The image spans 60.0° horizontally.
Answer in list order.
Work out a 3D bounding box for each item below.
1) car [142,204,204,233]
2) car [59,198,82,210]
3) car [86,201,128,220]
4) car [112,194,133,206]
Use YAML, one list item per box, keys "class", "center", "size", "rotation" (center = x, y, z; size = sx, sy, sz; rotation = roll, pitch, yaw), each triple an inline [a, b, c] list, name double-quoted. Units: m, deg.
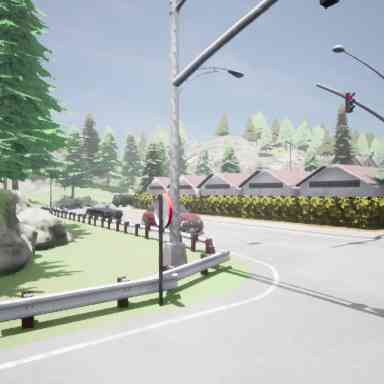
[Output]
- class: "car"
  center: [-1.265, 1.544, 20.349]
  size: [2.097, 1.767, 4.553]
  rotation: [0, 0, -35]
- class: "car"
  center: [-16.851, 1.685, 46.332]
  size: [1.837, 1.490, 4.892]
  rotation: [-1, 0, 1]
- class: "car"
  center: [-7.807, 1.792, 29.638]
  size: [1.895, 1.301, 4.718]
  rotation: [0, 0, -35]
- class: "car"
  center: [-10.431, 1.398, 54.080]
  size: [2.150, 2.045, 5.566]
  rotation: [0, 0, 37]
